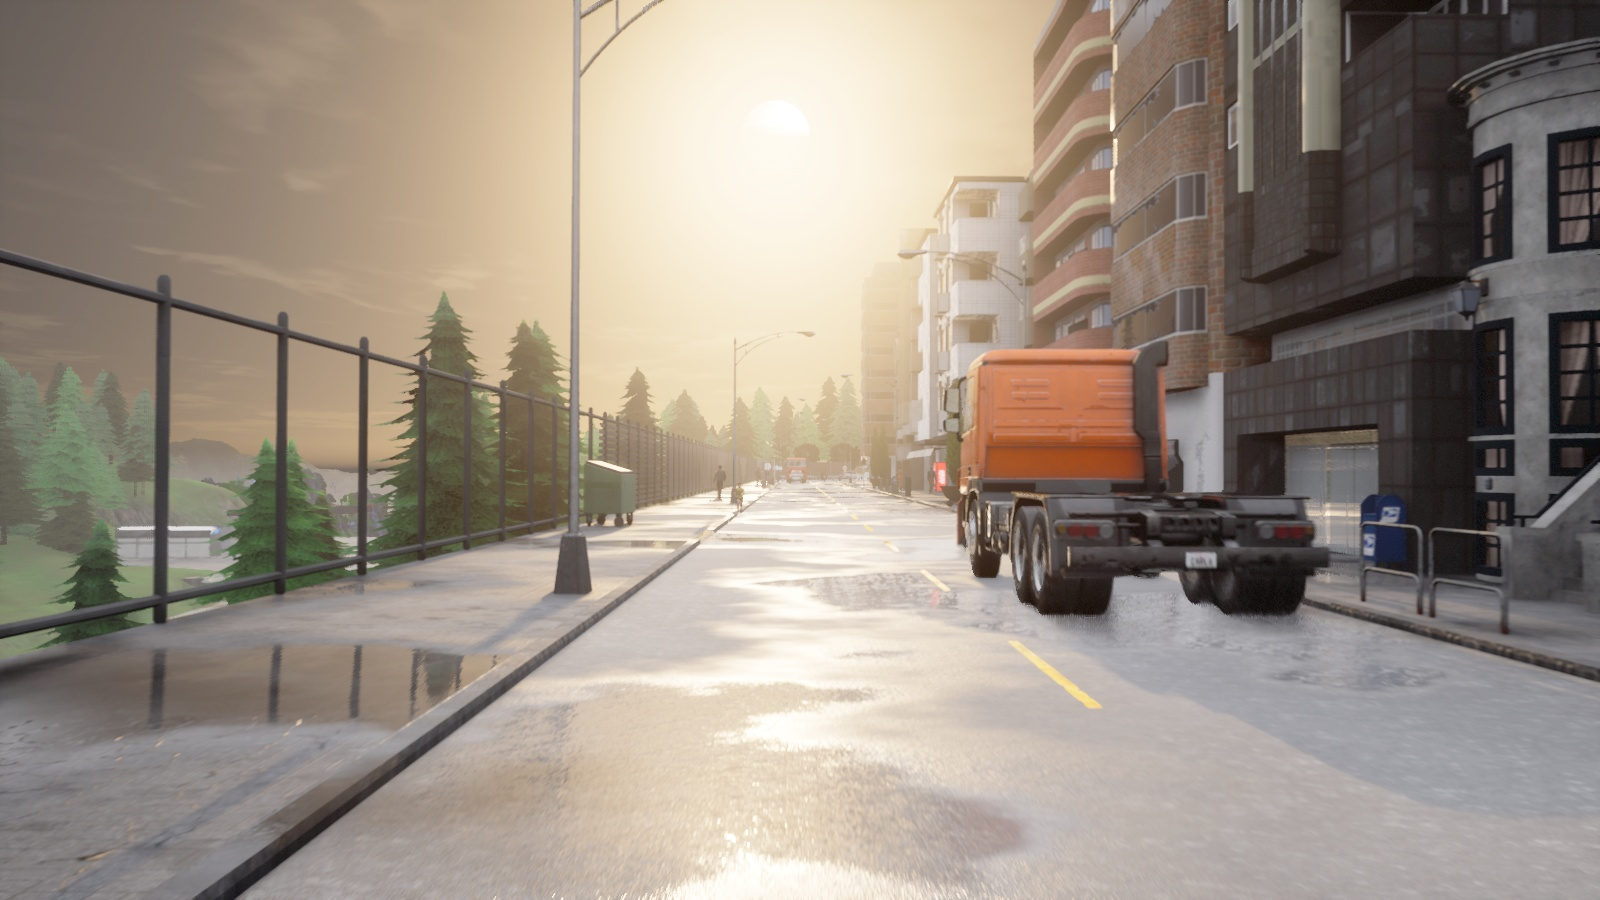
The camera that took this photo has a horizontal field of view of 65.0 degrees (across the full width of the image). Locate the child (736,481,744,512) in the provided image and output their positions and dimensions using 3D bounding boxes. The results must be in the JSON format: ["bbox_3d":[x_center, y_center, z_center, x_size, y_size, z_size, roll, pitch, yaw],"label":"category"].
[{"bbox_3d":[-2.145,1.667,45.001,0.255,1.110,0.394,0,-1,-4],"label":"child"}]

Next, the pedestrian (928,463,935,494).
[{"bbox_3d":[8.464,1.844,80.865,0.423,1.949,0.788,0,-1,3],"label":"pedestrian"}]

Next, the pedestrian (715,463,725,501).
[{"bbox_3d":[-4.127,1.626,64.819,0.423,1.949,0.788,0,-1,0],"label":"pedestrian"}]

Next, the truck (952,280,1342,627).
[{"bbox_3d":[3.949,0.094,16.527,2.891,3.462,7.936,0,-1,0],"label":"truck"}]
